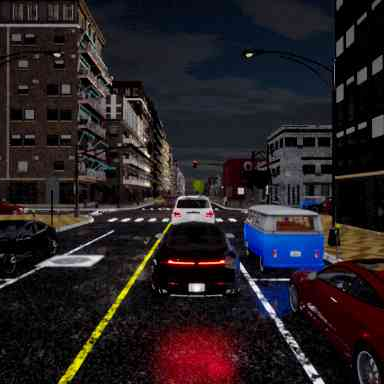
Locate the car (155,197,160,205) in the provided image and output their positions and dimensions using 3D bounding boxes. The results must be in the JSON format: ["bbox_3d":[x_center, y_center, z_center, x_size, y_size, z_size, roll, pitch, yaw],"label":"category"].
[{"bbox_3d":[-5.804,1.569,60.468,1.752,1.417,4.829,0,0,0],"label":"car"}]

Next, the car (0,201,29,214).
[{"bbox_3d":[-17.526,1.535,31.101,4.206,1.307,1.802,0,0,0],"label":"car"}]

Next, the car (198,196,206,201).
[{"bbox_3d":[2.523,1.643,88.351,2.008,1.369,4.403,0,0,0],"label":"car"}]

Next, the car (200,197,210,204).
[{"bbox_3d":[2.565,1.634,66.194,1.802,1.307,4.206,0,0,0],"label":"car"}]

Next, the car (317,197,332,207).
[{"bbox_3d":[14.862,1.359,31.244,5.009,1.841,2.192,0,0,0],"label":"car"}]

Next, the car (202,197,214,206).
[{"bbox_3d":[2.587,1.562,55.286,1.752,1.417,4.829,0,0,0],"label":"car"}]

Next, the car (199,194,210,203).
[{"bbox_3d":[2.556,1.376,71.734,2.192,1.841,5.009,0,0,0],"label":"car"}]

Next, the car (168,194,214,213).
[{"bbox_3d":[0.054,1.225,18.512,2.150,2.045,5.566,0,0,0],"label":"car"}]

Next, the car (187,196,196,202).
[{"bbox_3d":[-0.157,1.618,81.499,2.033,1.411,5.357,0,0,0],"label":"car"}]

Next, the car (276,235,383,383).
[{"bbox_3d":[2.651,1.582,4.640,1.802,1.307,4.206,0,0,0],"label":"car"}]

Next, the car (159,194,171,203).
[{"bbox_3d":[-5.825,1.376,71.717,2.192,1.841,5.009,0,0,0],"label":"car"}]

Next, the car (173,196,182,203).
[{"bbox_3d":[-3.140,1.586,72.384,1.812,1.442,4.674,0,0,0],"label":"car"}]

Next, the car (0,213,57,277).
[{"bbox_3d":[-5.707,1.567,10.338,1.947,1.339,4.313,0,0,0],"label":"car"}]

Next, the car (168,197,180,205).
[{"bbox_3d":[-3.186,1.644,60.090,1.895,1.301,4.718,0,0,0],"label":"car"}]

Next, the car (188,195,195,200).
[{"bbox_3d":[-0.176,1.584,91.949,1.895,1.301,4.718,0,0,0],"label":"car"}]

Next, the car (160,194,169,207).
[{"bbox_3d":[-3.196,1.383,50.185,2.097,1.767,4.553,0,0,0],"label":"car"}]

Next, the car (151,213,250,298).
[{"bbox_3d":[0.081,1.506,8.511,1.837,1.490,4.892,0,0,0],"label":"car"}]

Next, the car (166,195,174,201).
[{"bbox_3d":[-5.858,1.617,88.164,1.752,1.417,4.829,0,0,0],"label":"car"}]

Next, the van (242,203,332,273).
[{"bbox_3d":[2.641,1.343,10.329,1.690,1.788,3.998,0,0,0],"label":"van"}]

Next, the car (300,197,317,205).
[{"bbox_3d":[15.075,1.620,36.997,5.357,1.411,2.033,0,0,2],"label":"car"}]
